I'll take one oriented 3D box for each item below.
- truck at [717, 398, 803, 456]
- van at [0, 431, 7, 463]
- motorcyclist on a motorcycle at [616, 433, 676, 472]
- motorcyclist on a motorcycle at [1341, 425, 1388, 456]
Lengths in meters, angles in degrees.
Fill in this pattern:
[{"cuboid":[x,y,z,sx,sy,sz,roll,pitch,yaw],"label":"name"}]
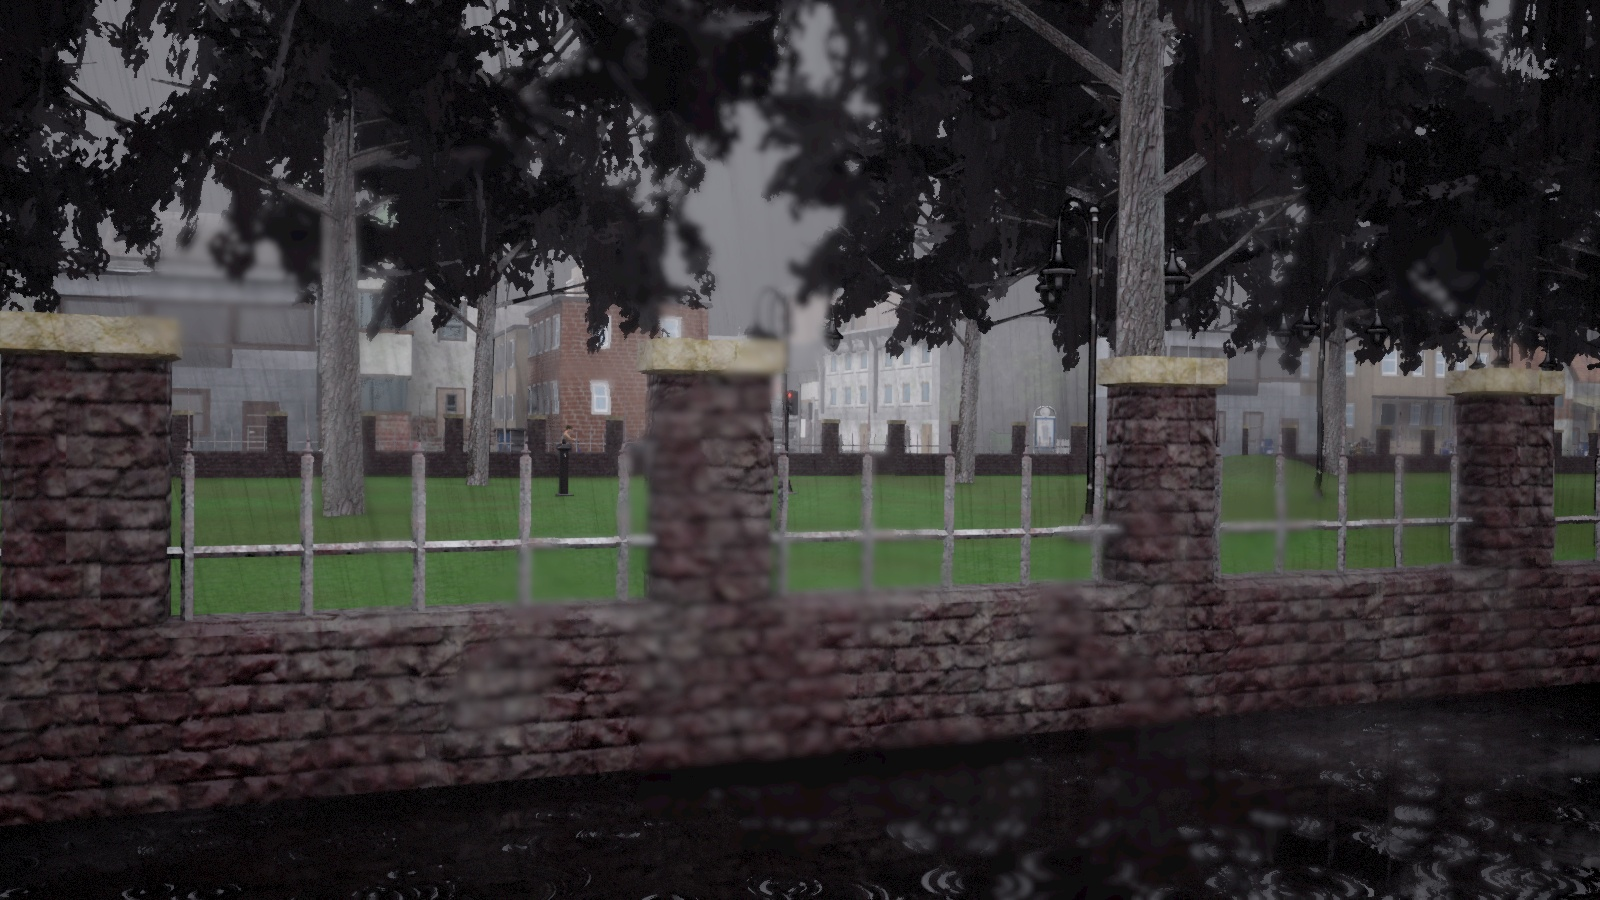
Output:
[{"cuboid":[-2.623,-1.443,79.109,2.891,3.462,7.936,-1,1,-21],"label":"truck"},{"cuboid":[-50.693,-0.168,77.829,1.775,1.987,4.442,-1,1,-21],"label":"van"},{"cuboid":[-6.124,0.086,49.981,2.191,1.530,0.866,-1,1,-20],"label":"motorcyclist on a motorcycle"},{"cuboid":[28.501,-0.507,63.443,2.191,1.530,0.866,-1,1,-21],"label":"motorcyclist on a motorcycle"}]
